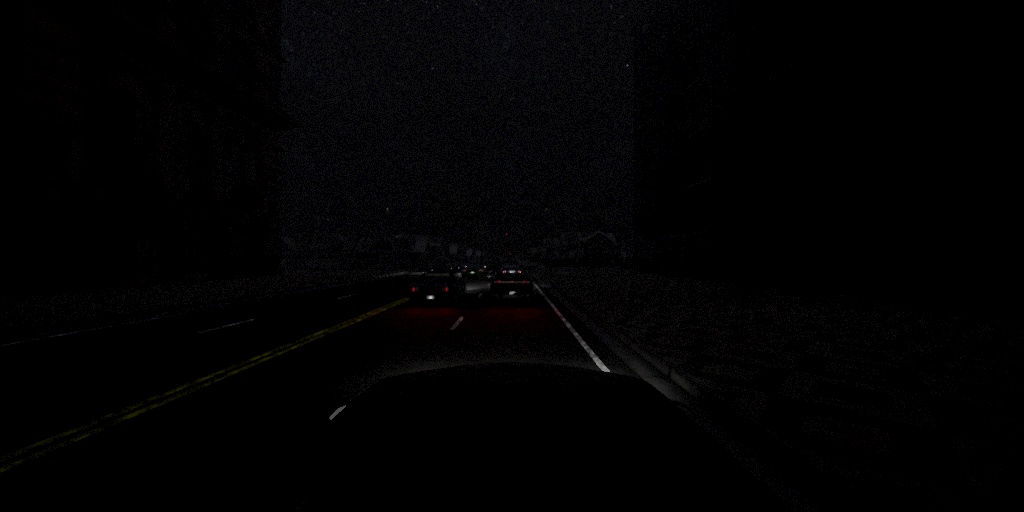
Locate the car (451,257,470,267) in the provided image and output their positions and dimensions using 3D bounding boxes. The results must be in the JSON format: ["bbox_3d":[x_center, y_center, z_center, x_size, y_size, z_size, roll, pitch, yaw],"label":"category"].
[{"bbox_3d":[-6.499,1.090,46.470,2.150,2.045,5.566,0,0,0],"label":"car"}]

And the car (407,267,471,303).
[{"bbox_3d":[-3.249,1.366,16.530,1.895,1.301,4.718,0,0,0],"label":"car"}]

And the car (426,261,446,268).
[{"bbox_3d":[-9.749,1.365,46.500,2.033,1.411,5.357,0,0,0],"label":"car"}]

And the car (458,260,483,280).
[{"bbox_3d":[-3.250,1.328,31.500,1.994,1.385,4.181,0,0,0],"label":"car"}]

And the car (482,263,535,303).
[{"bbox_3d":[0.001,1.245,16.500,2.128,1.511,4.902,0,0,0],"label":"car"}]
